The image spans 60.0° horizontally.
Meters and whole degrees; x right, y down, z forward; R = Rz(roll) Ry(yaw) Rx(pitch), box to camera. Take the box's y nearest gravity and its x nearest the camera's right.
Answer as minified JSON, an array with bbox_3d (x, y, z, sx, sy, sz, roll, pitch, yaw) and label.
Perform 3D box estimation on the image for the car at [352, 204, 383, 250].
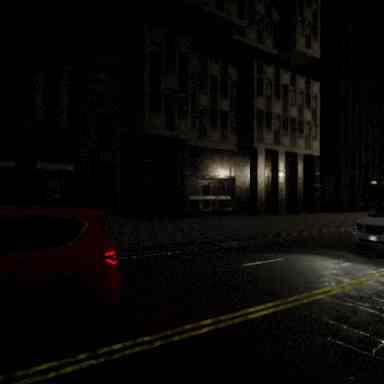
[{"bbox_3d":[9.215,1.455,14.299,5.566,2.045,2.150,1,-1,-34],"label":"car"}]

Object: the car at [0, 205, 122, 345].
[{"bbox_3d":[-3.825,1.238,4.924,5.566,2.045,2.150,1,-1,-36],"label":"car"}]
